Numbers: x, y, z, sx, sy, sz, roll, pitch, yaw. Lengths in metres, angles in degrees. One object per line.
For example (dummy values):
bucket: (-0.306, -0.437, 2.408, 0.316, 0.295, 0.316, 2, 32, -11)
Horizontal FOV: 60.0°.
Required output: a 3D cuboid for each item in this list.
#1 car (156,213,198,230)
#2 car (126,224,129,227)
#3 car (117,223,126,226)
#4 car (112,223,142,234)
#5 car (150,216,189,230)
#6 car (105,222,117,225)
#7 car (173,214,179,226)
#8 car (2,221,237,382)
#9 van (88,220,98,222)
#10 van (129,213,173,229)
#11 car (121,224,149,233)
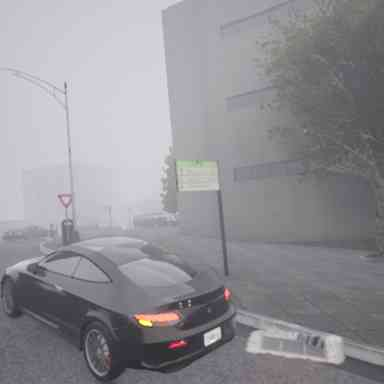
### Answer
car: (-2.239, 4.406, 49.758, 5.566, 2.045, 2.435, -7, -8, 21)
car: (-12.834, 6.221, 56.650, 5.366, 1.575, 1.946, -7, -8, 21)
car: (-13.713, 5.806, 53.887, 4.553, 1.767, 2.185, -7, -8, 21)
car: (-11.607, 6.489, 59.153, 4.792, 1.488, 2.163, -7, -8, 21)
car: (-3.201, 4.402, 47.186, 5.008, 1.535, 2.097, -6, -8, 21)
car: (-14.763, 5.681, 51.302, 5.008, 1.535, 2.097, -7, -7, 21)
car: (-4.210, 4.186, 44.548, 4.792, 1.488, 2.163, -7, -7, 21)
car: (-1.455, 1.482, 5.421, 4.674, 1.442, 1.812, 1, 1, 43)
van: (-15.899, 5.234, 48.797, 4.442, 1.987, 1.878, -7, -7, 21)
van: (-5.167, 3.708, 41.962, 4.442, 1.987, 1.878, -7, -7, 21)
car: (-10.606, 6.761, 61.742, 4.674, 1.452, 2.002, -7, -8, 21)
